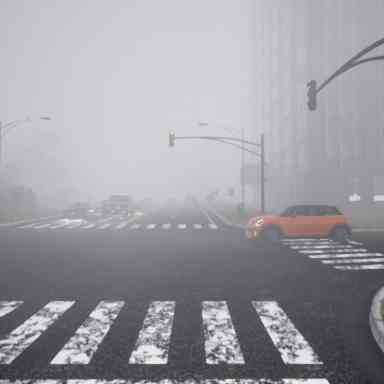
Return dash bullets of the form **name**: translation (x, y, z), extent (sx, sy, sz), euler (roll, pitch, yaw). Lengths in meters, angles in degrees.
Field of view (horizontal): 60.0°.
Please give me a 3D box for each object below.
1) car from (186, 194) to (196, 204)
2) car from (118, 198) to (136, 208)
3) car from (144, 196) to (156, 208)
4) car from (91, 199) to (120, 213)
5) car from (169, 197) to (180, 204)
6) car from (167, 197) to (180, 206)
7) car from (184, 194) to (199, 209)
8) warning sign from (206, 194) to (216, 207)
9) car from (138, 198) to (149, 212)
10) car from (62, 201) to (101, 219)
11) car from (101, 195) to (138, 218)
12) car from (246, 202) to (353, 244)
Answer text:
- **car**: translation (-0.232, 1.460, 69.809), extent (2.150, 2.045, 5.566), euler (0, -1, 0)
- **car**: translation (-10.079, 1.697, 52.083), extent (1.994, 1.385, 4.181), euler (0, 0, -1)
- **car**: translation (-6.819, 1.483, 51.762), extent (2.097, 1.767, 4.553), euler (0, 0, -1)
- **car**: translation (-10.021, 1.624, 39.016), extent (2.033, 1.411, 5.357), euler (0, 0, 0)
- **car**: translation (-3.563, 1.784, 69.361), extent (2.033, 1.411, 5.357), euler (0, 0, 0)
- **car**: translation (-3.518, 1.699, 59.358), extent (1.812, 1.442, 4.674), euler (0, 0, 0)
- **car**: translation (-0.116, 1.465, 48.080), extent (2.097, 1.767, 4.553), euler (0, 0, 0)
- **warning sign**: translation (2.617, 1.224, 47.073), extent (1.300, 1.860, 1.060), euler (-1, -2, 0)
- **car**: translation (-6.779, 1.683, 40.762), extent (1.895, 1.301, 4.718), euler (0, 0, 0)
- **car**: translation (-9.980, 1.612, 29.774), extent (1.994, 1.385, 4.181), euler (0, 0, 0)
- **car**: translation (-6.735, 1.273, 30.863), extent (2.150, 2.045, 5.566), euler (0, 0, 0)
- **car**: translation (4.815, 1.356, 15.378), extent (4.553, 1.767, 2.097), euler (0, -1, -1)
